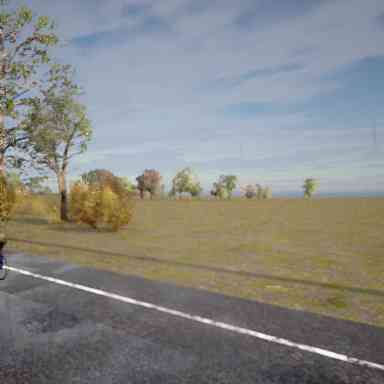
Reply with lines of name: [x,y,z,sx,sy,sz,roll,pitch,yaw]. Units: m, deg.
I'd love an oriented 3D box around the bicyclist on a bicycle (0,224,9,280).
bicyclist on a bicycle: [-5.310,1.480,8.882,1.656,1.620,0.582,0,0,36]
